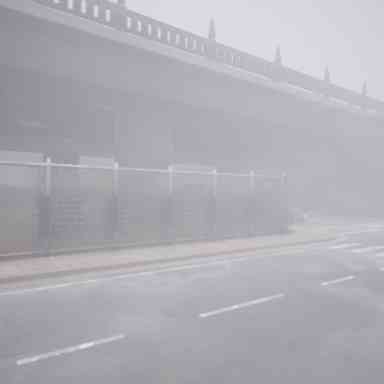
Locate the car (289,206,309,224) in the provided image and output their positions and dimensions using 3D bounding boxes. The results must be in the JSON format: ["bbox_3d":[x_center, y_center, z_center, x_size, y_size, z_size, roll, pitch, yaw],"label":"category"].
[{"bbox_3d":[7.203,1.731,27.187,2.128,1.511,4.902,1,0,-36],"label":"car"}]

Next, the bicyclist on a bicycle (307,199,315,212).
[{"bbox_3d":[14.776,1.700,41.390,1.656,1.620,0.582,0,0,-36],"label":"bicyclist on a bicycle"}]
